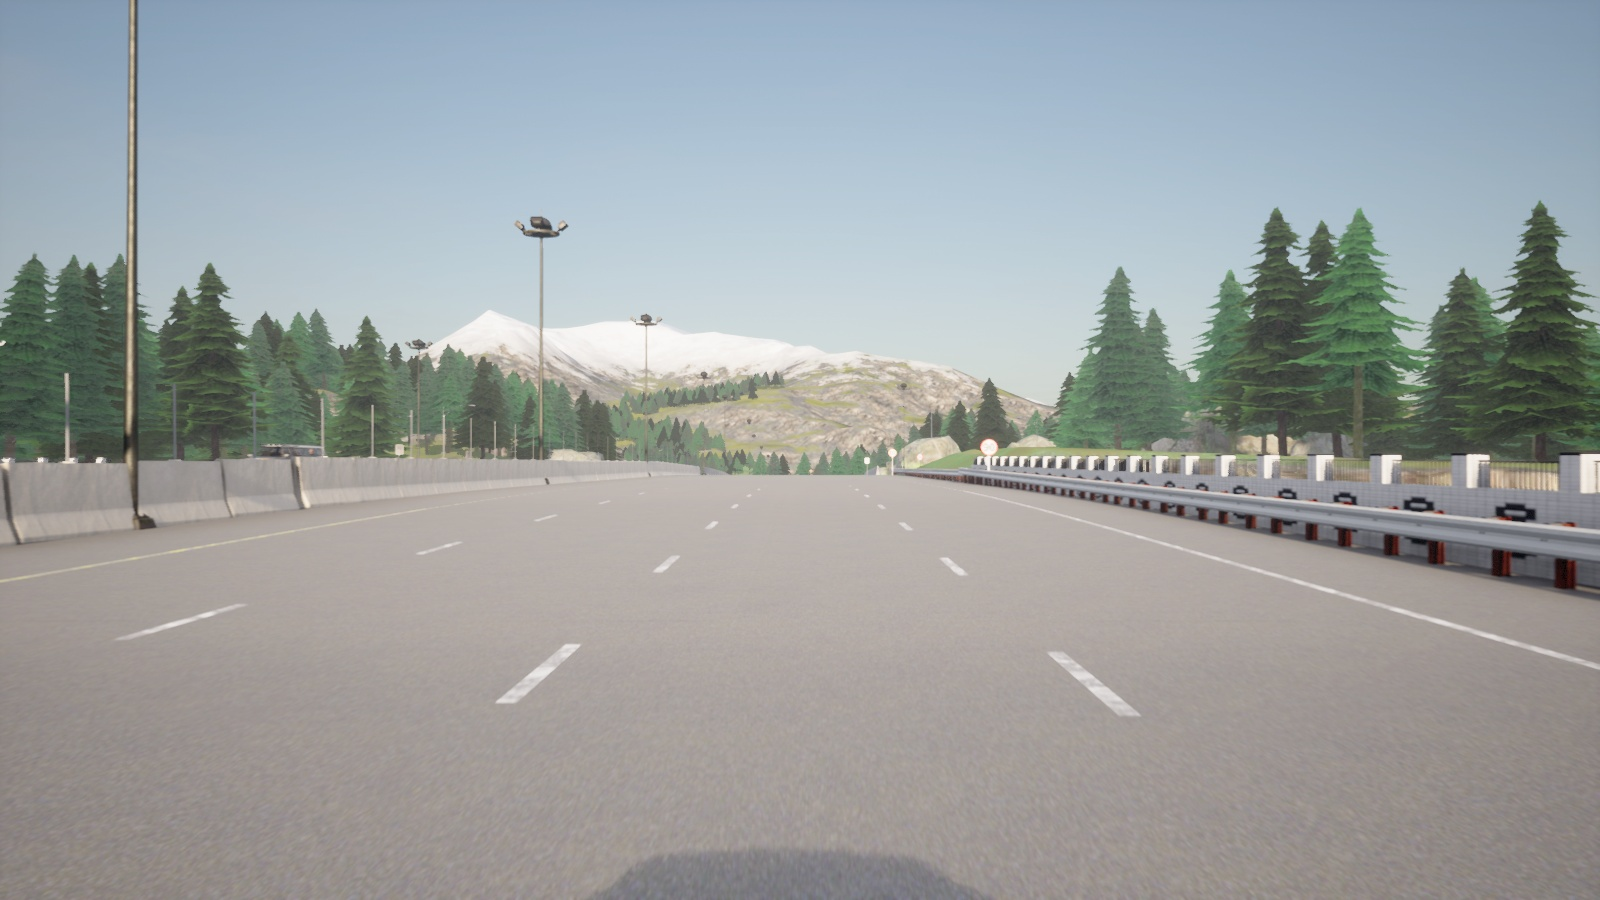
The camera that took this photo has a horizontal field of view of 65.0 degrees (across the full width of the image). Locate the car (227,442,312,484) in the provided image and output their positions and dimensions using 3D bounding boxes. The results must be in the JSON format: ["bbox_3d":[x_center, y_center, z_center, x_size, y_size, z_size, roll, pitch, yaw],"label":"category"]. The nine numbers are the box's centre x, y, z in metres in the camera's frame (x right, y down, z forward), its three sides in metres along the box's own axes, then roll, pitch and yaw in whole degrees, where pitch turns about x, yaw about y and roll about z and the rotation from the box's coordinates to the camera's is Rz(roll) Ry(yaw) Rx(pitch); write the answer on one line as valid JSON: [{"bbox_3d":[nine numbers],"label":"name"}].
[{"bbox_3d":[-24.150,0.603,57.380,1.932,1.855,4.605,0,-1,0],"label":"car"}]

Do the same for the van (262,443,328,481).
[{"bbox_3d":[-27.593,0.672,68.722,1.775,1.987,4.442,0,-1,0],"label":"van"}]

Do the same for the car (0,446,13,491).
[{"bbox_3d":[-27.755,0.617,40.364,1.837,1.490,4.892,0,0,0],"label":"car"}]
